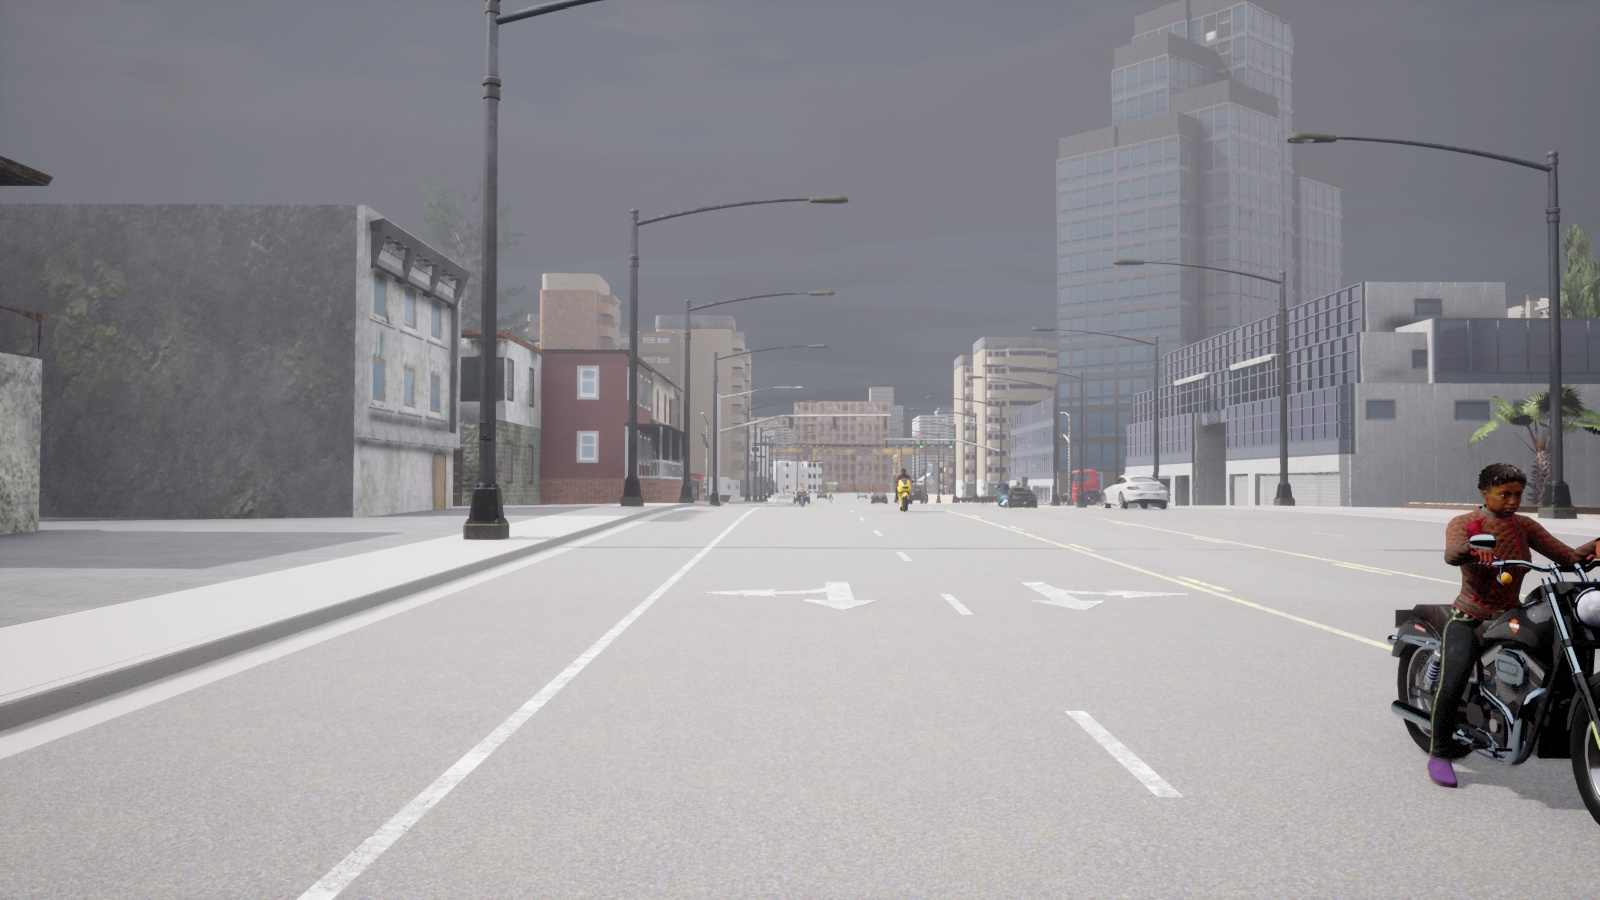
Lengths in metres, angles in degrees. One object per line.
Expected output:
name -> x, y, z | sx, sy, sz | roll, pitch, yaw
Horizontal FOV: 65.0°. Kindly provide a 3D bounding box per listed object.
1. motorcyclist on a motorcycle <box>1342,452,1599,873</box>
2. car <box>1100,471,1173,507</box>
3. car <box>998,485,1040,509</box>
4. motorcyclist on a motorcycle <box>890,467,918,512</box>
motorcyclist on a motorcycle -> 3.520, 0.843, 6.085 | 0.766, 1.649, 2.350 | 0, -1, 0
car -> 14.094, 1.649, 52.878 | 1.812, 1.442, 4.674 | 0, -2, 0
car -> 14.141, 3.087, 81.388 | 1.837, 1.490, 4.892 | 0, -3, 0
motorcyclist on a motorcycle -> 3.577, 1.345, 43.237 | 0.797, 1.523, 2.044 | 0, -1, 0
